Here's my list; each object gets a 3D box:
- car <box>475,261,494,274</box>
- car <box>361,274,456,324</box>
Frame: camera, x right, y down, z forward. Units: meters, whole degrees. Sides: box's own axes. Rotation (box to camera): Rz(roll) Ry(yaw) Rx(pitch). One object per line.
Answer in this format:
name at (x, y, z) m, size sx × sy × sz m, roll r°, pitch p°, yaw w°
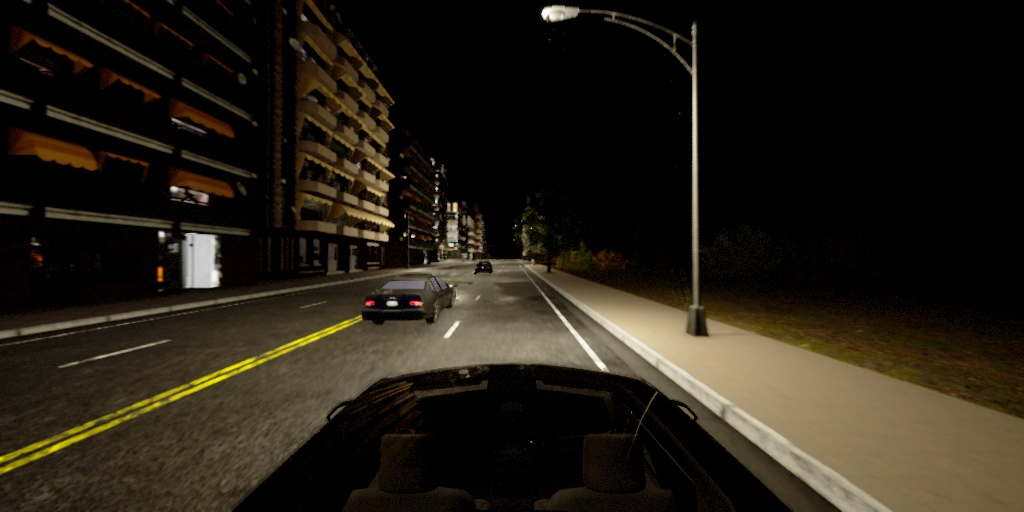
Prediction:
car at (-3.157, 1.296, 41.013) m, size 2.033 × 1.411 × 5.357 m, roll 0°, pitch 0°, yaw 0°
car at (-3.150, 1.298, 11.942) m, size 2.033 × 1.411 × 5.357 m, roll 0°, pitch 0°, yaw 0°
